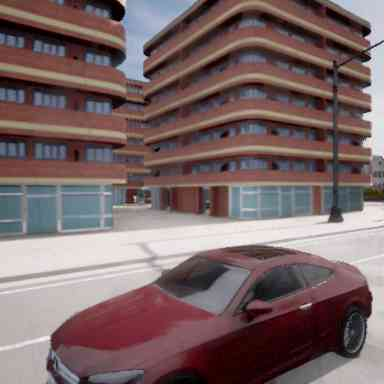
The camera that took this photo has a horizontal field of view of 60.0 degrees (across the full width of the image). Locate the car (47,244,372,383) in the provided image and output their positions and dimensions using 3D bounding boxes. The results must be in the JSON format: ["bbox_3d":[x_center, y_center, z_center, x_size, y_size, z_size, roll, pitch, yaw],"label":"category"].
[{"bbox_3d":[0.606,1.505,4.427,4.674,1.442,1.812,-1,0,-35],"label":"car"}]
